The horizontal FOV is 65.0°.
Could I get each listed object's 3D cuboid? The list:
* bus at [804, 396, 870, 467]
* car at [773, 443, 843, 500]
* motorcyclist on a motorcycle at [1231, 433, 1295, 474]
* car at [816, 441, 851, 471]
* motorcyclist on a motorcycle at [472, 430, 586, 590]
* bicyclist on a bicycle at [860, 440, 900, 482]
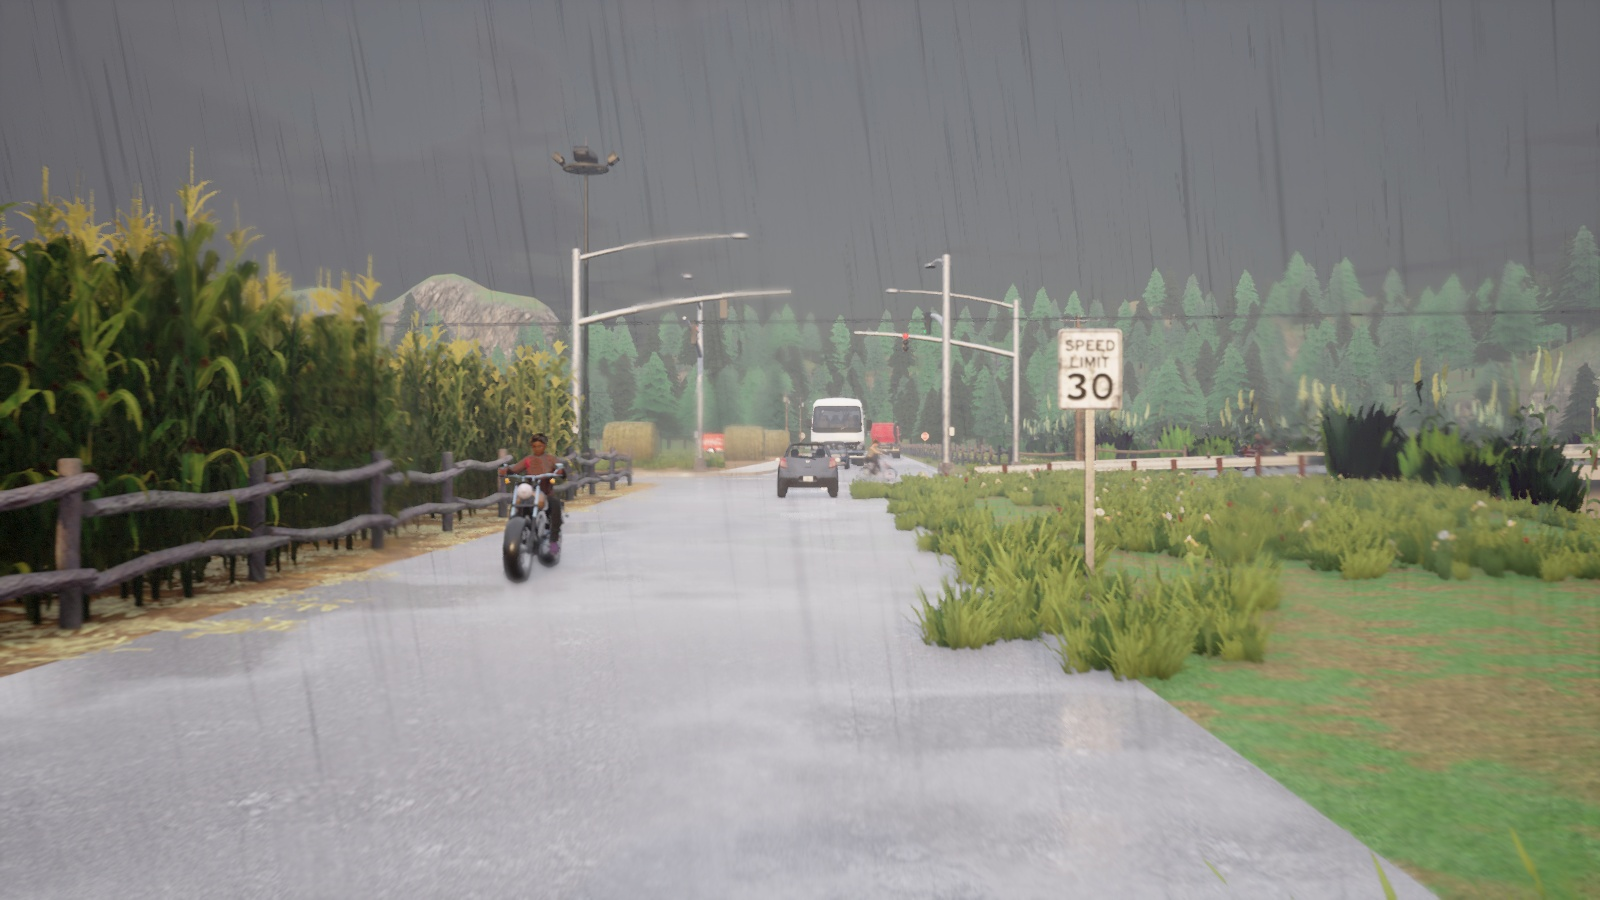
[{"bbox_3d":[2.487,-1.130,80.119,3.944,4.253,10.273,0,0,3],"label":"bus"},{"bbox_3d":[0.214,0.556,35.025,1.845,1.501,3.633,0,0,0],"label":"car"},{"bbox_3d":[18.728,0.129,50.818,2.191,1.530,0.866,-3,0,6],"label":"motorcyclist on a motorcycle"},{"bbox_3d":[1.822,0.296,67.839,1.789,1.549,3.705,0,0,3],"label":"car"},{"bbox_3d":[-3.004,0.612,14.158,0.766,1.649,2.350,0,1,0],"label":"motorcyclist on a motorcycle"},{"bbox_3d":[3.101,0.402,48.560,1.509,1.612,0.866,0,0,4],"label":"bicyclist on a bicycle"}]
